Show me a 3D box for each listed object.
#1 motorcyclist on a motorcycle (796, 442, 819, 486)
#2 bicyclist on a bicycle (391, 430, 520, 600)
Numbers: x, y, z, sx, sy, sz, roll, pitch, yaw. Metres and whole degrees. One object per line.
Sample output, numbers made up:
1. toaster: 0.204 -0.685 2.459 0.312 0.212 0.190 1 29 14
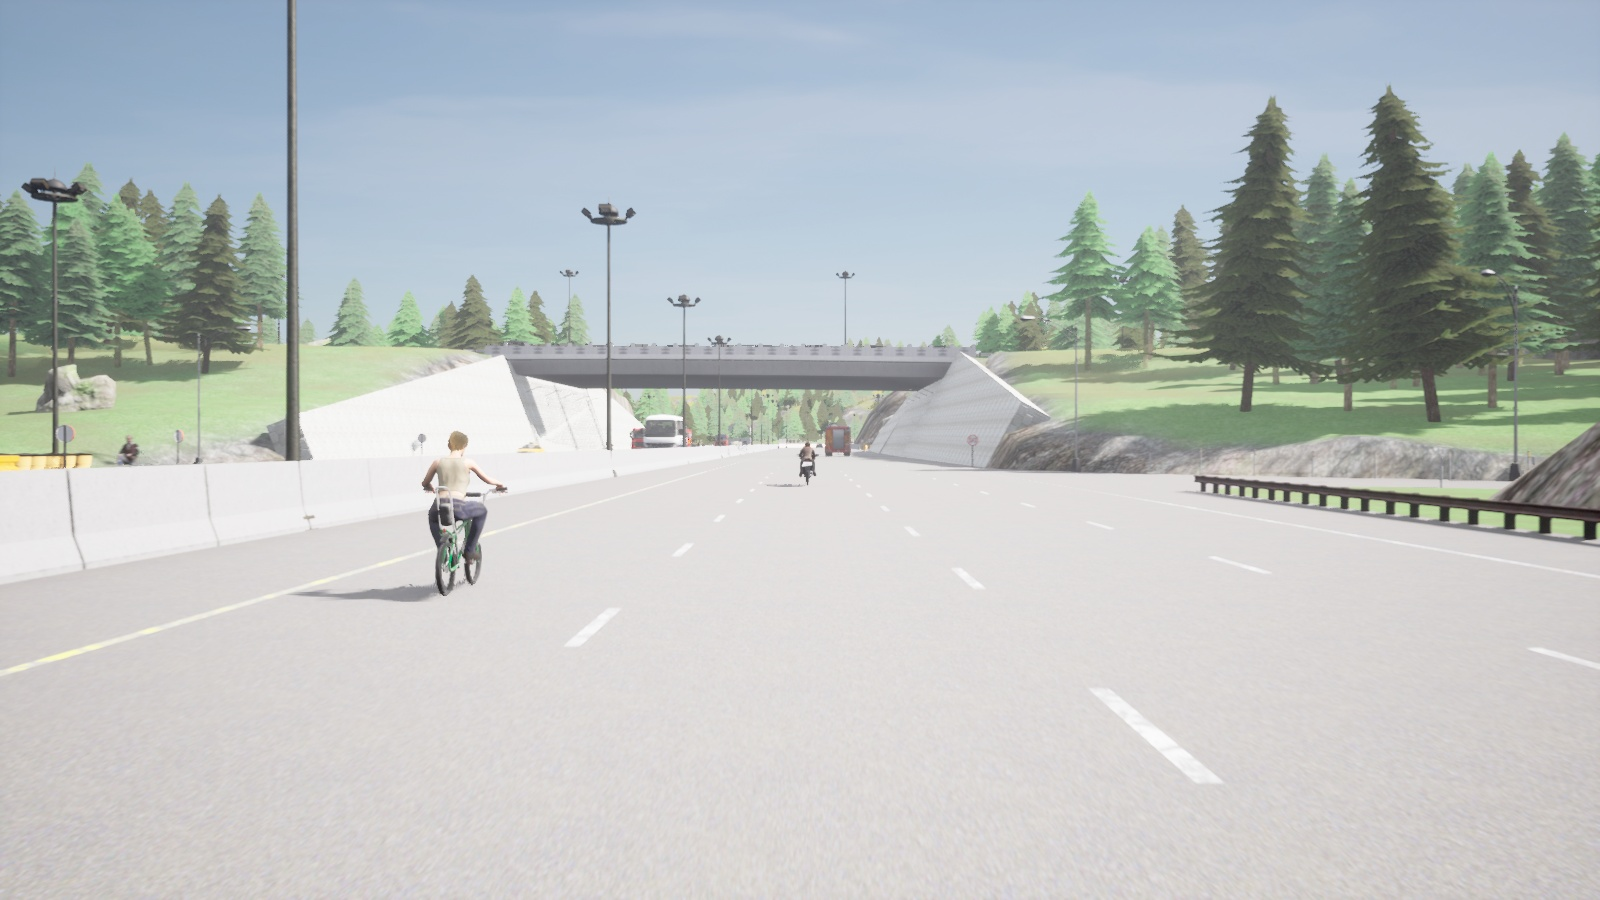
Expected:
1. motorcyclist on a motorcycle: 0.266 0.480 44.092 0.797 1.523 2.044 0 0 0
2. bicyclist on a bicycle: -3.418 0.609 12.612 0.866 1.612 1.509 0 0 1
